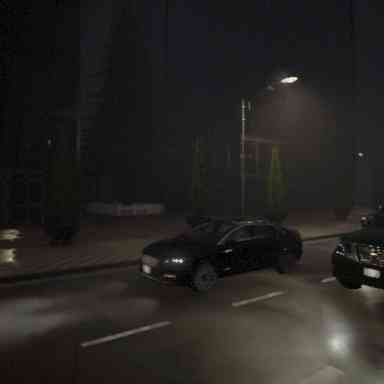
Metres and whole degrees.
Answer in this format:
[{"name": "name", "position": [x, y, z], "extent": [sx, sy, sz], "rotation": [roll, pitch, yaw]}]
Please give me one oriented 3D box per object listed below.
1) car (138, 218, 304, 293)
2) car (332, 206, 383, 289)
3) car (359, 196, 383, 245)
[{"name": "car", "position": [0.970, 1.495, 8.980], "extent": [4.902, 1.511, 2.128], "rotation": [0, 0, -35]}, {"name": "car", "position": [5.727, 1.228, 8.075], "extent": [5.566, 2.045, 2.150], "rotation": [0, 0, -36]}, {"name": "car", "position": [10.394, 1.230, 15.666], "extent": [5.566, 2.045, 2.150], "rotation": [0, 0, -35]}]
